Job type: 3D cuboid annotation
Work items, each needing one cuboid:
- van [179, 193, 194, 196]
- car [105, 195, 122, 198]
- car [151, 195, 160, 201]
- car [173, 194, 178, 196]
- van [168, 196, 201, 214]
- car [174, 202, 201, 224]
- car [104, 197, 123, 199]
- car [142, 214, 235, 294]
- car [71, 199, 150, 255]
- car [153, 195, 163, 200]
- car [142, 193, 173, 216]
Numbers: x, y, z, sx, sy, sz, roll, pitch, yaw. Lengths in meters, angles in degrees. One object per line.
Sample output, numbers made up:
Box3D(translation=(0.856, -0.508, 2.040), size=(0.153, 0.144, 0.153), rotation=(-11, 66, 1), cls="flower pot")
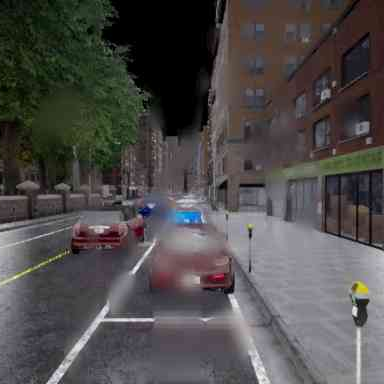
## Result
Box3D(translation=(-0.290, 1.317, 36.980), size=(1.690, 1.788, 3.998), rotation=(0, 0, 0), cls="van")
Box3D(translation=(-8.815, 1.291, 36.940), size=(2.192, 1.841, 5.009), rotation=(0, 0, 0), cls="car")
Box3D(translation=(-8.815, 1.431, 80.459), size=(1.752, 1.417, 4.829), rotation=(0, 0, 0), cls="car")
Box3D(translation=(-3.054, 1.444, 44.012), size=(1.882, 1.535, 5.008), rotation=(0, -1, 0), cls="car")
Box3D(translation=(-0.290, 1.333, 19.998), size=(1.690, 1.788, 3.998), rotation=(0, 0, 0), cls="van")
Box3D(translation=(-0.290, 1.532, 25.659), size=(1.887, 1.381, 4.507), rotation=(0, 0, 0), cls="car")
Box3D(translation=(-6.241, 1.461, 29.567), size=(1.882, 1.535, 5.008), rotation=(0, 0, 0), cls="car")
Box3D(translation=(0.004, 1.523, 8.650), size=(1.812, 1.442, 4.674), rotation=(0, 0, 0), cls="car")
Box3D(translation=(-3.145, 1.347, 13.385), size=(2.097, 1.767, 4.553), rotation=(0, 0, 0), cls="car")
Box3D(translation=(-8.815, 1.449, 86.079), size=(2.008, 1.369, 4.403), rotation=(0, 0, 0), cls="car")
Box3D(translation=(-3.056, 1.208, 27.819), size=(2.150, 2.045, 5.566), rotation=(0, 0, 0), cls="car")
